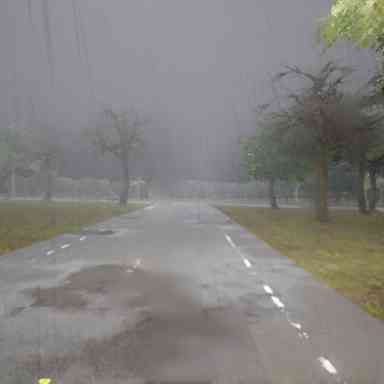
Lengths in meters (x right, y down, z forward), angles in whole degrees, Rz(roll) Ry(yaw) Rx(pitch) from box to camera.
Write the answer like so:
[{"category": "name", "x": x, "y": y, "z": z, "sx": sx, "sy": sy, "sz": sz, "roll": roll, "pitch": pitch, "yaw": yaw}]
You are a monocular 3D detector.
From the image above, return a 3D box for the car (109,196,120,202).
[{"category": "car", "x": -19.453, "y": 1.855, "z": 87.066, "sx": 4.674, "sy": 1.442, "sz": 1.812, "roll": 2, "pitch": 0, "yaw": 0}]
